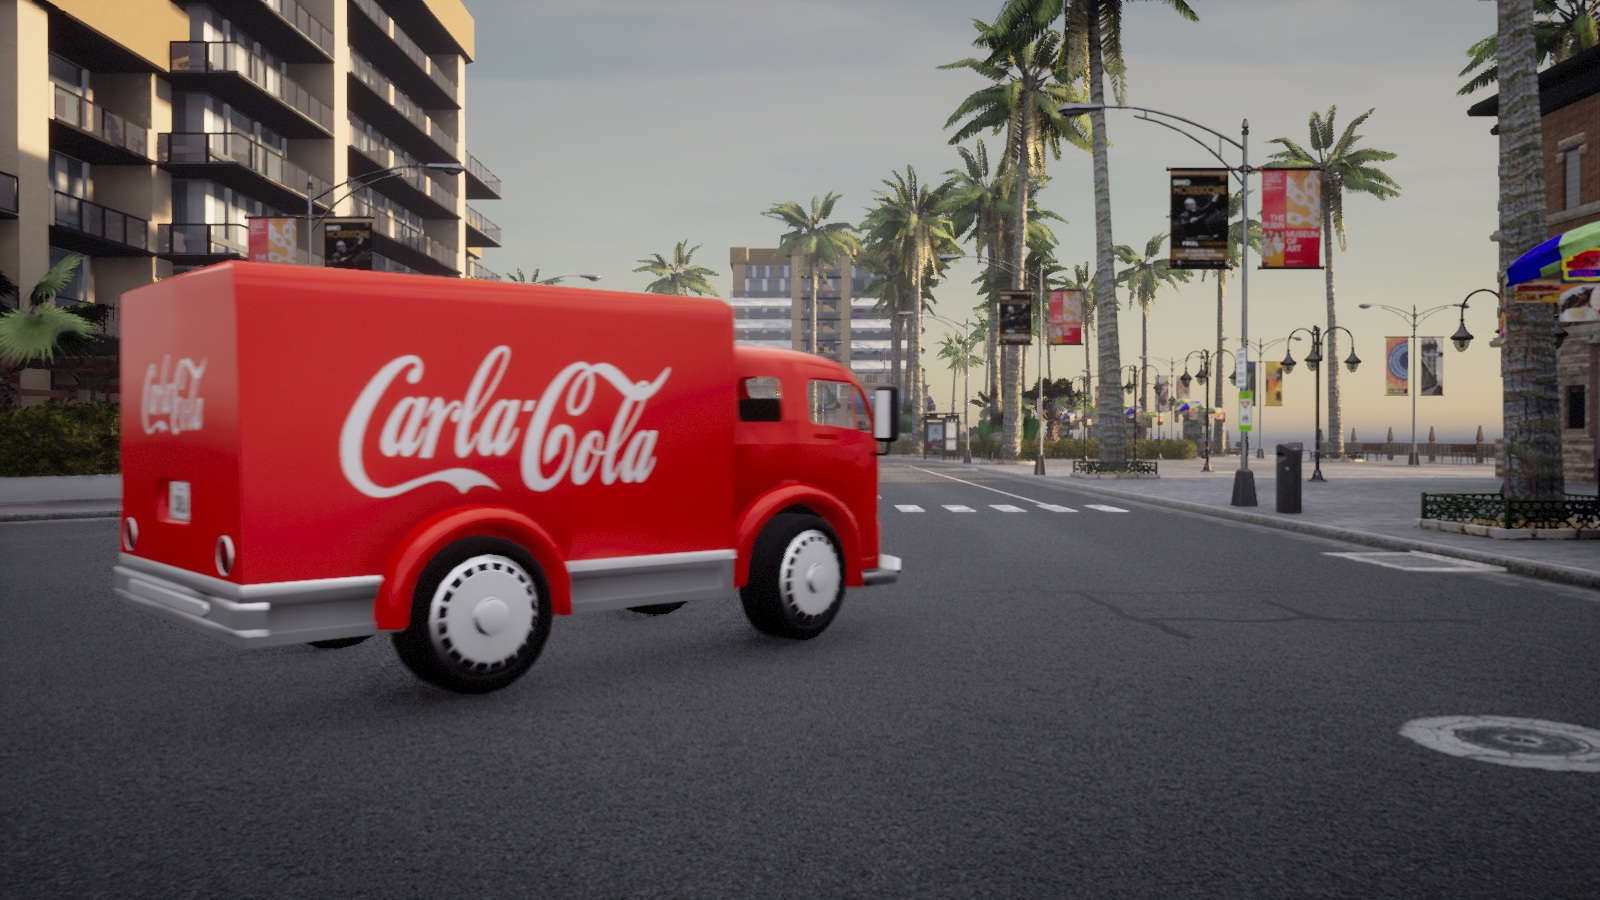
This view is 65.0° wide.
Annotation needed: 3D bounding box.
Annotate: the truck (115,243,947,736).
[{"bbox_3d":[-1.675,0.166,8.999,5.204,2.467,2.627,0,1,-42],"label":"truck"}]
